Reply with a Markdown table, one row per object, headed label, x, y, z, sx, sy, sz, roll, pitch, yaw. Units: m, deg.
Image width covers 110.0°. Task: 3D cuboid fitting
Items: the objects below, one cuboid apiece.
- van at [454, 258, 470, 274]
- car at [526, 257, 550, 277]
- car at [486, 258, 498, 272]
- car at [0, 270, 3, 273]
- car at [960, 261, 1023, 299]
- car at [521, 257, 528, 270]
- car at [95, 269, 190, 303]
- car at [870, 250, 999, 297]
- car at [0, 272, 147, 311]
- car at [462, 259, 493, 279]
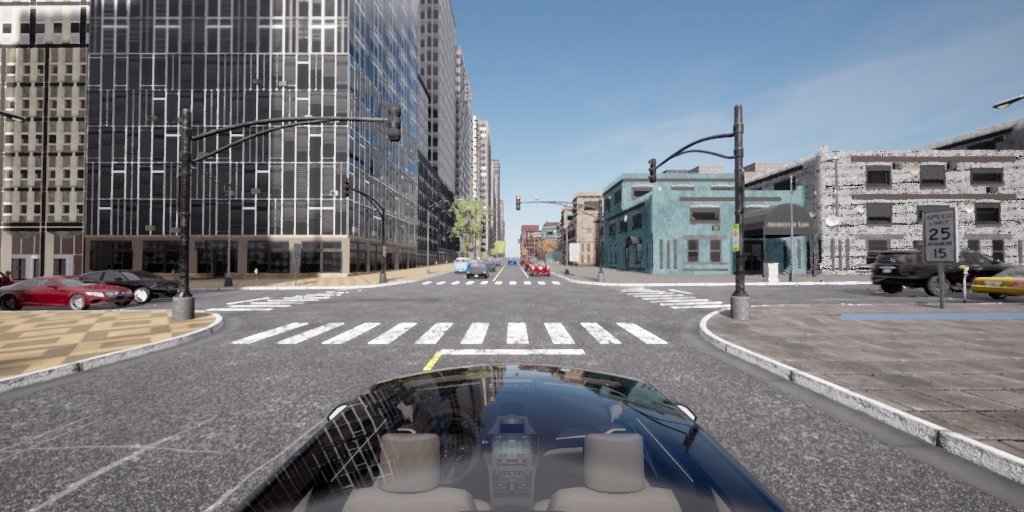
| label | x | y | z | sx | sy | sz | roll | pitch | yaw |
| --- | --- | --- | --- | --- | --- | --- | --- | --- | --- |
| van | -5.679 | 1.093 | 41.505 | 1.690 | 1.789 | 3.998 | 0 | 0 | 0 |
| car | 2.701 | 1.192 | 35.867 | 1.967 | 1.591 | 4.097 | 0 | 0 | 0 |
| car | -3.093 | 1.316 | 45.165 | 1.994 | 1.385 | 4.181 | 0 | 0 | -1 |
| car | -23.099 | 1.324 | 14.090 | 4.097 | 1.591 | 1.967 | 0 | 0 | 1 |
| car | 20.693 | 0.993 | 13.657 | 4.829 | 1.417 | 1.751 | 0 | 0 | 1 |
| car | 2.704 | 1.067 | 47.215 | 2.192 | 1.841 | 5.009 | 0 | 0 | 0 |
| car | -17.889 | 1.358 | 16.645 | 5.008 | 1.535 | 1.882 | -1 | -1 | 0 |
| car | 19.676 | 0.744 | 16.250 | 5.566 | 2.045 | 2.150 | -1 | -1 | 0 |
| car | -17.416 | 1.412 | 14.033 | 4.207 | 1.307 | 1.802 | 0 | 0 | 1 |
| car | -3.076 | 1.300 | 33.058 | 2.033 | 1.411 | 5.357 | 0 | 0 | -1 |
